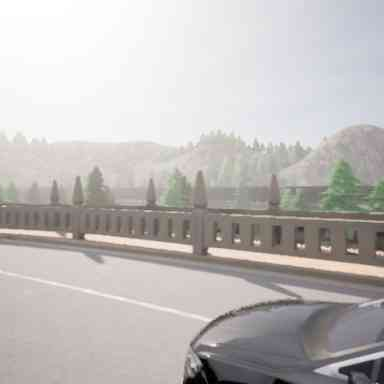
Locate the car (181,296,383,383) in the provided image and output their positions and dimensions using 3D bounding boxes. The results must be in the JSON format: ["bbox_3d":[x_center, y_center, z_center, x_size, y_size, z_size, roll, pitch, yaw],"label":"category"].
[{"bbox_3d":[2.131,1.477,2.284,4.902,1.511,2.128,0,0,36],"label":"car"}]
